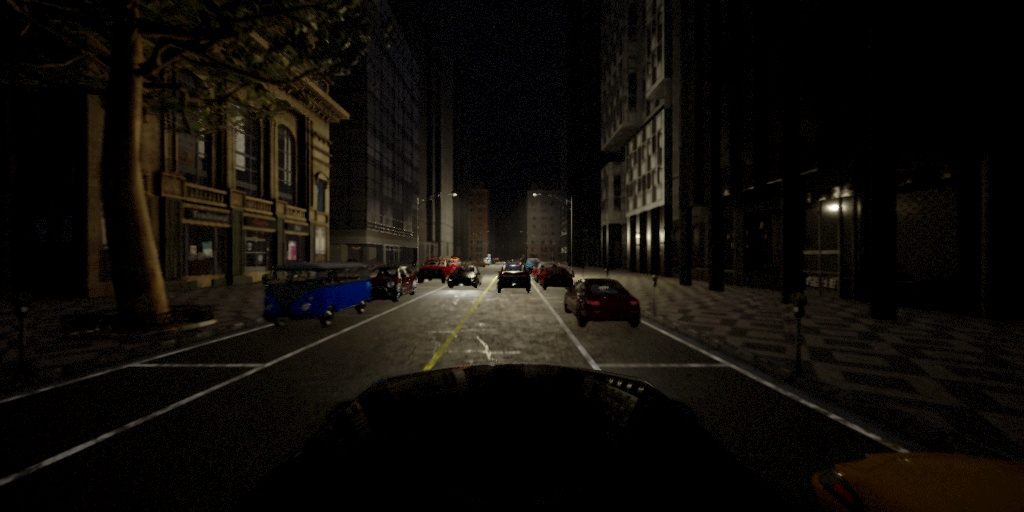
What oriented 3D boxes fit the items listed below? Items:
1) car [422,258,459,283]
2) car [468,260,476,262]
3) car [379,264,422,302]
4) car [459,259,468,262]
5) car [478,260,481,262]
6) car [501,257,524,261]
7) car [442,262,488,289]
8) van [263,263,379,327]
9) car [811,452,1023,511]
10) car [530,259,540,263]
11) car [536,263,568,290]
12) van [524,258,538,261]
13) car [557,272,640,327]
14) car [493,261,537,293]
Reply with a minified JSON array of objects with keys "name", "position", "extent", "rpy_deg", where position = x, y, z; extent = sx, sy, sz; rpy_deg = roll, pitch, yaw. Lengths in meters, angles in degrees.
[{"name":"car","position":[-5.856,1.102,28.166],"extent":[2.192,1.841,5.009],"rpy_deg":[0,0,0]},{"name":"car","position":[-5.855,1.261,45.083],"extent":[1.967,1.591,4.097],"rpy_deg":[0,0,0]},{"name":"car","position":[-5.857,1.210,16.886],"extent":[1.967,1.591,4.097],"rpy_deg":[0,0,0]},{"name":"car","position":[-5.856,1.111,33.805],"extent":[2.192,1.841,5.009],"rpy_deg":[0,0,0]},{"name":"car","position":[-5.854,1.277,50.722],"extent":[1.967,1.591,4.097],"rpy_deg":[0,0,0]},{"name":"car","position":[0.104,1.171,44.140],"extent":[2.097,1.767,4.553],"rpy_deg":[0,0,0]},{"name":"car","position":[-3.007,1.329,23.961],"extent":[2.033,1.411,5.357],"rpy_deg":[0,0,0]},{"name":"van","position":[-5.857,1.102,11.247],"extent":[1.690,1.789,3.998],"rpy_deg":[0,0,0]},{"name":"car","position":[2.668,1.275,0.127],"extent":[1.751,1.417,4.829],"rpy_deg":[0,0,0]},{"name":"car","position":[2.669,1.227,28.151],"extent":[1.967,1.591,4.097],"rpy_deg":[0,0,0]},{"name":"car","position":[2.669,1.324,22.512],"extent":[1.888,1.381,4.507],"rpy_deg":[0,0,0]},{"name":"van","position":[2.671,1.162,45.067],"extent":[1.690,1.789,3.998],"rpy_deg":[0,0,0]},{"name":"car","position":[2.668,1.343,11.234],"extent":[1.802,1.307,4.207],"rpy_deg":[0,0,0]},{"name":"car","position":[0.102,1.269,21.206],"extent":[2.128,1.511,4.902],"rpy_deg":[0,0,0]}]
